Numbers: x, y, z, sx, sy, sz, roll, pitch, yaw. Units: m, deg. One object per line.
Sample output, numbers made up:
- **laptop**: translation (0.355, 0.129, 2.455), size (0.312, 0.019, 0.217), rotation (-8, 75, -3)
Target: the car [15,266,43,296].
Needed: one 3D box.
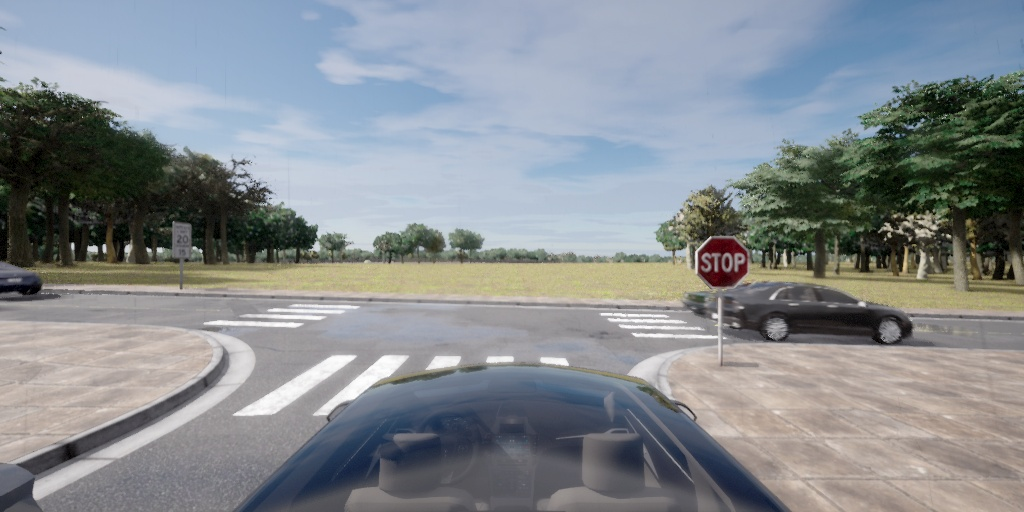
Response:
- **car**: translation (-20.144, 0.799, 13.101), size (4.181, 1.385, 1.994), rotation (2, -1, 0)

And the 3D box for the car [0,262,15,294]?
- **car**: translation (-17.612, 0.842, 10.138), size (4.181, 1.385, 1.994), rotation (2, -1, 0)

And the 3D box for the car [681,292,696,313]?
- **car**: translation (8.785, 1.638, 12.953), size (4.718, 1.301, 1.895), rotation (2, -1, 0)

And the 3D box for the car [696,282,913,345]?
- **car**: translation (8.133, 1.499, 10.006), size (4.892, 1.490, 1.837), rotation (1, 0, 0)
